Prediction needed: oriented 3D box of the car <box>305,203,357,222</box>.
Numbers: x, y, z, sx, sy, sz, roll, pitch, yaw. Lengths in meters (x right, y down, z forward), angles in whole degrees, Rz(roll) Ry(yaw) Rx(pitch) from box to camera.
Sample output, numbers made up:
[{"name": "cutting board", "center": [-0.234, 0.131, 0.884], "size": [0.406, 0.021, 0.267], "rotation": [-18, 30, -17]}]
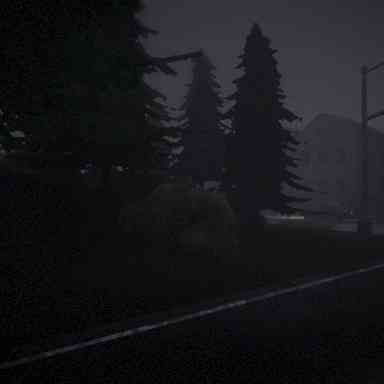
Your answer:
[{"name": "car", "center": [10.815, 1.554, 26.555], "size": [1.994, 1.385, 4.181], "rotation": [0, 0, -35]}]
